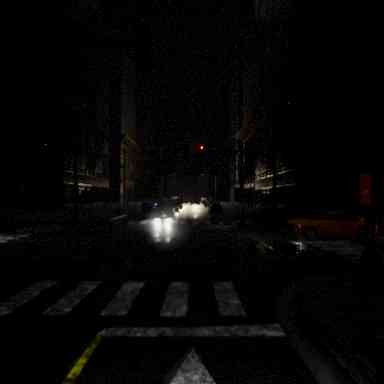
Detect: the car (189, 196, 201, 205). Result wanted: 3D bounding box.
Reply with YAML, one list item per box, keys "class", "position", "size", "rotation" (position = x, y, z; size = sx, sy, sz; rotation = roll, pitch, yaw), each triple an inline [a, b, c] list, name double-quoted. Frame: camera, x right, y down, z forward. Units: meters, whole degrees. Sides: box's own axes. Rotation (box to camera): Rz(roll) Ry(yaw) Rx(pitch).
- class: "car"
  position: [0.637, 2.241, 75.766]
  size: [1.837, 1.490, 4.892]
  rotation: [0, 0, 1]

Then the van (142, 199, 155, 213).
- class: "van"
  position: [-5.520, 1.788, 43.259]
  size: [1.690, 1.788, 3.998]
  rotation: [0, -1, 1]

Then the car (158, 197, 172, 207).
- class: "car"
  position: [-5.310, 1.971, 65.853]
  size: [2.192, 1.841, 5.009]
  rotation: [0, -1, 1]

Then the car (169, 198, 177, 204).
- class: "car"
  position: [-5.101, 2.388, 88.444]
  size: [1.887, 1.381, 4.507]
  rotation: [0, 0, 1]

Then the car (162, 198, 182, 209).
- class: "car"
  position: [-2.736, 1.943, 45.169]
  size: [1.882, 1.535, 5.008]
  rotation: [0, -1, 1]

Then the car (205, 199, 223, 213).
- class: "car"
  position: [3.004, 2.012, 43.179]
  size: [1.947, 1.339, 4.313]
  rotation: [0, -1, 1]

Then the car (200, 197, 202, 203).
- class: "car"
  position: [3.266, 2.248, 71.423]
  size: [1.887, 1.381, 4.507]
  rotation: [0, 0, 1]

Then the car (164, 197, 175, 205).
- class: "car"
  position: [-5.205, 2.067, 77.150]
  size: [2.192, 1.841, 5.009]
  rotation: [0, 0, 1]

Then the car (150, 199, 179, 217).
- class: "car"
  position: [-2.825, 1.864, 35.730]
  size: [2.128, 1.511, 4.902]
  rotation: [0, -1, 1]

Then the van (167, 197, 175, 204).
- class: "van"
  position: [-5.152, 2.139, 82.798]
  size: [1.690, 1.788, 3.998]
  rotation: [0, 0, 1]

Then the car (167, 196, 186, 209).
- class: "car"
  position: [-2.625, 1.909, 54.914]
  size: [2.097, 1.767, 4.553]
  rotation: [0, -1, 1]

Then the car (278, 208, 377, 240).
- class: "car"
  position: [7.759, 1.806, 18.774]
  size: [5.008, 1.535, 1.882]
  rotation: [1, -1, -7]

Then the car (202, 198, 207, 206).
- class: "car"
  position: [3.161, 2.187, 60.125]
  size: [1.802, 1.307, 4.206]
  rotation: [0, -1, 1]

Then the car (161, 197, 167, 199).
- class: "car"
  position: [-5.363, 2.046, 60.204]
  size: [1.967, 1.590, 4.097]
  rotation: [0, -1, 1]

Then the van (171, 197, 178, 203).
- class: "van"
  position: [-5.047, 2.231, 94.094]
  size: [1.690, 1.788, 3.998]
  rotation: [0, 0, 1]

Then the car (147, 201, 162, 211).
- class: "car"
  position: [-5.469, 2.083, 48.906]
  size: [1.802, 1.307, 4.206]
  rotation: [0, -1, 1]

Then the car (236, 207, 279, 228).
- class: "car"
  position: [5.592, 1.835, 23.339]
  size: [4.892, 1.490, 1.837]
  rotation: [3, 0, 14]

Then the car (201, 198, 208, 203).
- class: "car"
  position: [3.476, 2.440, 94.017]
  size: [2.008, 1.369, 4.403]
  rotation: [0, 0, 1]
